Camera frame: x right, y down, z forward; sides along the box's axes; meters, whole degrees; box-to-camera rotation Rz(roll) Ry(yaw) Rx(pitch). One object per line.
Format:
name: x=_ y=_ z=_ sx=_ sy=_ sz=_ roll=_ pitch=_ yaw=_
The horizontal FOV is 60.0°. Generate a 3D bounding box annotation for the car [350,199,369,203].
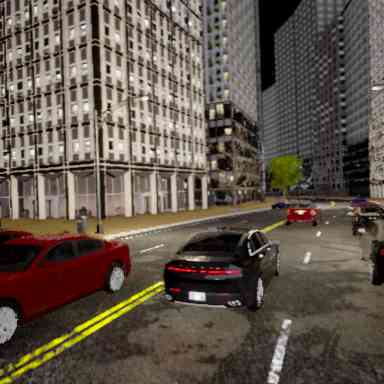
car: x=12.158 y=1.471 z=23.248 sx=1.882 sy=1.535 sz=5.008 roll=-2 pitch=-1 yaw=26

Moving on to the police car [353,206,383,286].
police car: x=5.768 y=1.397 z=9.133 sx=1.930 sy=1.638 sz=5.238 roll=-2 pitch=-1 yaw=22

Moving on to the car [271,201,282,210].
car: x=12.481 y=1.854 z=46.424 sx=1.895 sy=1.301 sz=4.718 roll=-2 pitch=-1 yaw=30

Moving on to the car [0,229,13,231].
car: x=-5.803 y=1.798 z=9.193 sx=1.812 sy=1.442 sz=4.674 roll=-2 pitch=-1 yaw=22

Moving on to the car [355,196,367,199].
car: x=20.359 y=1.478 z=40.417 sx=1.882 sy=1.535 sz=5.008 roll=-2 pitch=0 yaw=29

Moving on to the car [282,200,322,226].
car: x=8.377 y=1.456 z=24.736 sx=2.097 sy=1.767 sz=4.553 roll=-2 pitch=-1 yaw=26

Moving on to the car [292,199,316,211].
car: x=15.015 y=1.717 z=44.300 sx=2.033 sy=1.411 sz=5.357 roll=-2 pitch=-1 yaw=30

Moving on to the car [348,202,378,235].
car: x=9.634 y=1.494 z=17.966 sx=1.837 sy=1.490 sz=4.892 roll=-2 pitch=-1 yaw=25

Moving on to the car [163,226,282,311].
car: x=0.980 y=1.587 z=8.099 sx=1.837 sy=1.490 sz=4.892 roll=-2 pitch=-1 yaw=22

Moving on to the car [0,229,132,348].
car: x=-3.190 y=1.653 z=6.925 sx=1.882 sy=1.535 sz=5.008 roll=-2 pitch=-1 yaw=21

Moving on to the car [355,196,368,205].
car: x=30.795 y=1.481 z=60.612 sx=1.812 sy=1.442 sz=4.674 roll=-2 pitch=-1 yaw=24
